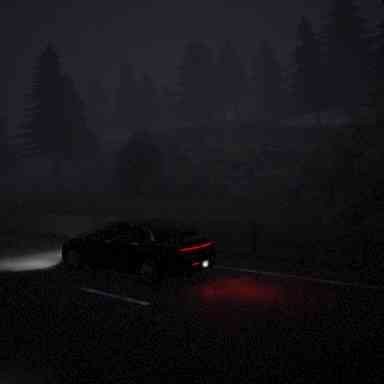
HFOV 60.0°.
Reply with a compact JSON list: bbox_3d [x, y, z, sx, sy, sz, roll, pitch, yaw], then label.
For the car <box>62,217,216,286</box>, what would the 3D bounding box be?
[{"bbox_3d":[-1.662,1.490,9.377,4.892,1.490,1.837,0,1,34],"label":"car"}]
